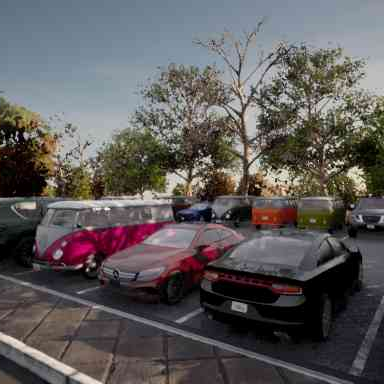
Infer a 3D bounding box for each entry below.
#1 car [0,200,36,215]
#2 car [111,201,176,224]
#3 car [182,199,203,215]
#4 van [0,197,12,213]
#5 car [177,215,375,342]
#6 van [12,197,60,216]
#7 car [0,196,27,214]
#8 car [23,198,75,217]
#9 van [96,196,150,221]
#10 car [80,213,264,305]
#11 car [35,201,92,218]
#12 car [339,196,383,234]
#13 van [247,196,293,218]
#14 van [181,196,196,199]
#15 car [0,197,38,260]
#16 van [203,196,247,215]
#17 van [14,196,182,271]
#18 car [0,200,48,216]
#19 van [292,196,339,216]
[{"bbox_3d":[-21.786,1.823,39.694,1.946,1.575,5.366,-1,-1,36],"label":"car"},{"bbox_3d":[-3.770,1.536,26.793,1.946,1.575,5.366,-1,-1,36],"label":"car"},{"bbox_3d":[0.843,1.468,23.723,2.097,1.535,5.008,-1,-1,36],"label":"car"},{"bbox_3d":[-26.215,1.696,43.237,1.878,1.987,4.442,-1,-1,36],"label":"van"},{"bbox_3d":[2.108,1.478,6.718,2.097,1.535,5.008,0,0,36],"label":"car"},{"bbox_3d":[-17.111,1.527,36.717,1.878,1.987,4.442,-1,-1,36],"label":"van"},{"bbox_3d":[-23.916,1.616,41.481,2.435,2.045,5.566,-1,-1,36],"label":"car"},{"bbox_3d":[-14.944,1.591,34.983,2.185,1.767,4.553,-1,-1,36],"label":"car"},{"bbox_3d":[-5.849,1.349,28.654,1.878,1.987,4.442,-1,-1,36],"label":"van"},{"bbox_3d":[-0.144,1.509,8.340,2.002,1.452,4.674,0,0,36],"label":"car"},{"bbox_3d":[-12.777,1.683,33.464,2.097,1.535,5.008,-1,-1,36],"label":"car"},{"bbox_3d":[9.717,1.225,17.329,2.435,2.045,5.566,0,0,36],"label":"car"},{"bbox_3d":[5.398,1.233,20.599,1.878,1.987,4.442,0,0,36],"label":"van"},{"bbox_3d":[-1.482,1.278,25.239,1.878,1.987,4.442,-1,-1,36],"label":"van"},{"bbox_3d":[-4.643,1.200,11.593,2.435,2.045,5.566,0,0,36],"label":"car"},{"bbox_3d":[2.902,1.224,22.100,1.878,1.987,4.442,0,0,36],"label":"van"},{"bbox_3d":[-2.470,1.234,9.859,1.878,1.987,4.442,0,0,36],"label":"van"},{"bbox_3d":[-19.433,1.789,38.228,2.231,1.521,4.892,-1,-1,36],"label":"car"},{"bbox_3d":[7.548,1.241,19.060,1.878,1.987,4.442,0,0,36],"label":"van"}]
